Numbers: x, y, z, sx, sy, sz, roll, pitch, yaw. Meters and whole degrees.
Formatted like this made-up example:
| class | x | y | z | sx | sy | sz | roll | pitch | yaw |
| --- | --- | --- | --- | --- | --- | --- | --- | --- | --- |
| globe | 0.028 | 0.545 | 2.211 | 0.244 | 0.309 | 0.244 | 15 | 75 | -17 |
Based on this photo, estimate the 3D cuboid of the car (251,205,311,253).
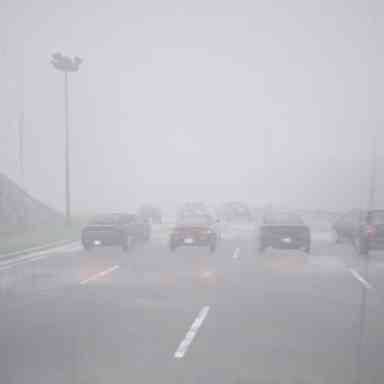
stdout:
| class | x | y | z | sx | sy | sz | roll | pitch | yaw |
| --- | --- | --- | --- | --- | --- | --- | --- | --- | --- |
| car | 3.684 | 1.534 | 14.114 | 1.882 | 1.535 | 5.008 | -1 | 0 | 8 |

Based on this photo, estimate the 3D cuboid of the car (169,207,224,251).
| class | x | y | z | sx | sy | sz | roll | pitch | yaw |
| --- | --- | --- | --- | --- | --- | --- | --- | --- | --- |
| car | 0.220 | 1.633 | 14.584 | 1.812 | 1.442 | 4.674 | -1 | 0 | 8 |

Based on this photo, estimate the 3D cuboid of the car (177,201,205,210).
| class | x | y | z | sx | sy | sz | roll | pitch | yaw |
| --- | --- | --- | --- | --- | --- | --- | --- | --- | --- |
| car | -0.048 | 1.556 | 27.390 | 2.097 | 1.767 | 4.553 | -1 | -1 | -11 |

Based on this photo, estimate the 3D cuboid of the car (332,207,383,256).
| class | x | y | z | sx | sy | sz | roll | pitch | yaw |
| --- | --- | --- | --- | --- | --- | --- | --- | --- | --- |
| car | 7.092 | 1.352 | 13.153 | 2.097 | 1.767 | 4.553 | -1 | -1 | 9 |

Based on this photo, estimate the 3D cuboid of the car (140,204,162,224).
| class | x | y | z | sx | sy | sz | roll | pitch | yaw |
| --- | --- | --- | --- | --- | --- | --- | --- | --- | --- |
| car | -3.534 | 1.759 | 26.956 | 1.837 | 1.490 | 4.892 | -1 | 0 | -11 |

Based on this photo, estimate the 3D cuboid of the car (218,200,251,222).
| class | x | y | z | sx | sy | sz | roll | pitch | yaw |
| --- | --- | --- | --- | --- | --- | --- | --- | --- | --- |
| car | 3.392 | 1.514 | 28.031 | 2.097 | 1.767 | 4.553 | -1 | -1 | -11 |

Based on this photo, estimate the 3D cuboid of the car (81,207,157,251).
| class | x | y | z | sx | sy | sz | roll | pitch | yaw |
| --- | --- | --- | --- | --- | --- | --- | --- | --- | --- |
| car | -3.245 | 1.666 | 15.046 | 1.837 | 1.490 | 4.892 | -1 | 0 | 8 |
